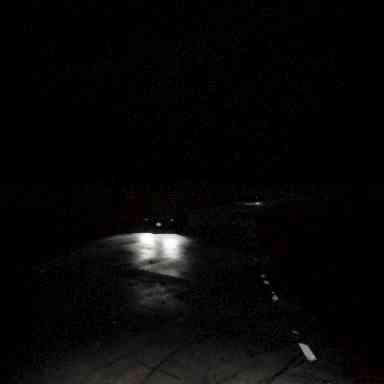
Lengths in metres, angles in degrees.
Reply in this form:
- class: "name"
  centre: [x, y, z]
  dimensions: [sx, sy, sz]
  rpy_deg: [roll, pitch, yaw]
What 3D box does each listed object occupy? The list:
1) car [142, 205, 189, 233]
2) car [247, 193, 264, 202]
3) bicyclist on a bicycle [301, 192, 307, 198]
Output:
- class: "car"
  centre: [-1.400, 1.444, 18.965]
  dimensions: [1.994, 1.385, 4.181]
  rpy_deg: [0, 1, 9]
- class: "car"
  centre: [11.063, 0.929, 57.389]
  dimensions: [1.882, 1.535, 5.008]
  rpy_deg: [1, 1, 27]
- class: "bicyclist on a bicycle"
  centre: [25.046, 0.729, 75.436]
  dimensions: [0.582, 1.620, 1.656]
  rpy_deg: [1, 1, 27]
